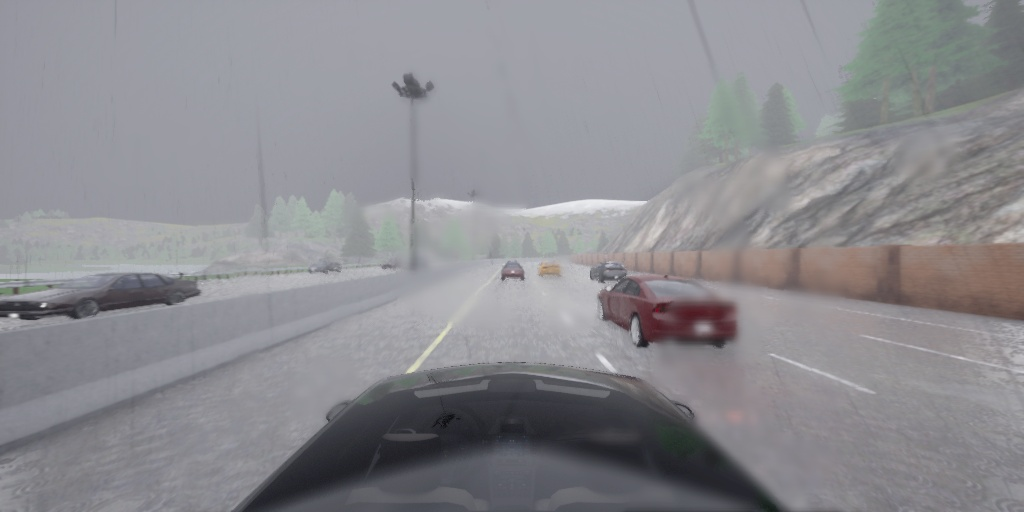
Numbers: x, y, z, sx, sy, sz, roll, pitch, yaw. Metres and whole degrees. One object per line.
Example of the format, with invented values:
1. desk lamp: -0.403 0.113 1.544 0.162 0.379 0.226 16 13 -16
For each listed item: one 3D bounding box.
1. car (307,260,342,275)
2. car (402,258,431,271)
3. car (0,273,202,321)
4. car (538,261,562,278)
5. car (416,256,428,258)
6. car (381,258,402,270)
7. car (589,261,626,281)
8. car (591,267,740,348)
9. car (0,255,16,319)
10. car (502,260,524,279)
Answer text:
1. car: -21.088 1.258 40.515 2.128 1.511 4.902 0 0 0
2. car: -10.590 1.263 40.919 1.837 1.490 4.892 0 0 0
3. car: -14.104 1.310 12.810 2.033 1.411 5.357 0 0 0
4. car: 3.573 1.222 34.236 1.882 1.535 5.008 0 0 0
5. car: -14.078 0.981 54.357 2.150 2.045 5.566 0 0 1
6. car: -17.580 1.115 52.892 2.097 1.767 4.553 0 0 0
7. car: 7.081 1.233 26.704 2.128 1.511 4.902 0 0 0
8. car: 3.627 1.224 9.265 1.882 1.535 5.008 0 0 0
9. car: -17.602 0.989 9.169 2.150 2.045 5.566 0 0 0
10. car: 0.077 1.312 32.326 1.994 1.385 4.181 0 0 0
